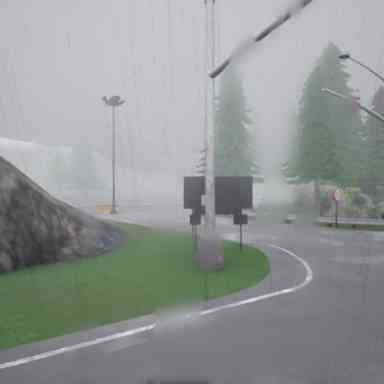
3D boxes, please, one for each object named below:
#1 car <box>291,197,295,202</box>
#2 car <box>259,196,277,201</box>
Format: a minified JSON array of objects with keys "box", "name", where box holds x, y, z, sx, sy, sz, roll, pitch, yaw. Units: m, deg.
[{"box":[23.232,1.498,70.484,5.357,1.411,2.033,0,0,-36],"name":"car"},{"box":[18.290,1.554,79.860,4.718,1.301,1.895,0,0,-36],"name":"car"}]
